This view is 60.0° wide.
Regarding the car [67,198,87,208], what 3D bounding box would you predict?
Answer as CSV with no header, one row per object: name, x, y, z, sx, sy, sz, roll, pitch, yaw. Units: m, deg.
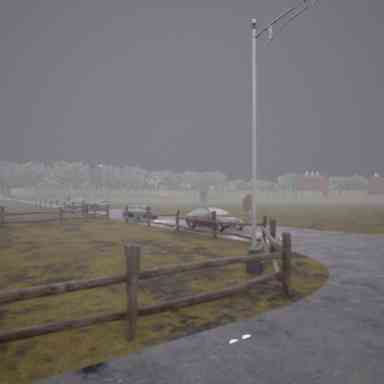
car,-19.259,1.736,55.677,1.837,1.490,4.892,-1,1,-35

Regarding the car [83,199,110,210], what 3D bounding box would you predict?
car,-13.224,1.732,47.204,2.128,1.511,4.902,-1,1,-35

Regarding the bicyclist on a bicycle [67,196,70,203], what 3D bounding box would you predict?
bicyclist on a bicycle,-23.493,1.578,62.984,0.659,1.776,1.843,-1,1,-35

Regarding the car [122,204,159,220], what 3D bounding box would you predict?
car,-4.717,1.802,30.132,1.994,1.385,4.181,-1,0,-35

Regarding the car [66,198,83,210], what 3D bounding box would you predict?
car,-16.137,1.831,46.415,2.033,1.411,5.357,-1,1,-35

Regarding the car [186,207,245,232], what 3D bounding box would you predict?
car,1.363,1.725,21.599,1.812,1.442,4.674,-1,0,-36

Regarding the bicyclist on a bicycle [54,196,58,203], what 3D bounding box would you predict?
bicyclist on a bicycle,-28.687,1.636,70.337,0.866,1.612,1.509,-1,1,-35
